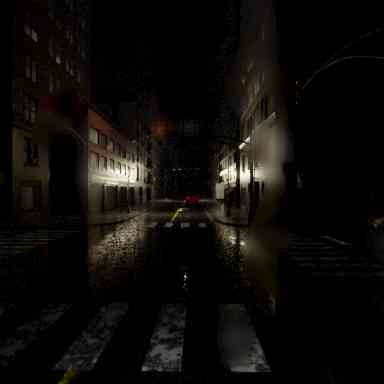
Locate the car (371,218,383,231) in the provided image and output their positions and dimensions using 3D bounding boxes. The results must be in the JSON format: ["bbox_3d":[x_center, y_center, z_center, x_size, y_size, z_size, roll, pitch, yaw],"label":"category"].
[{"bbox_3d":[12.380,1.514,18.047,4.829,1.417,1.752,0,0,0],"label":"car"}]

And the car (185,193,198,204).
[{"bbox_3d":[-0.045,1.184,60.453,2.150,2.045,5.566,0,0,0],"label":"car"}]
